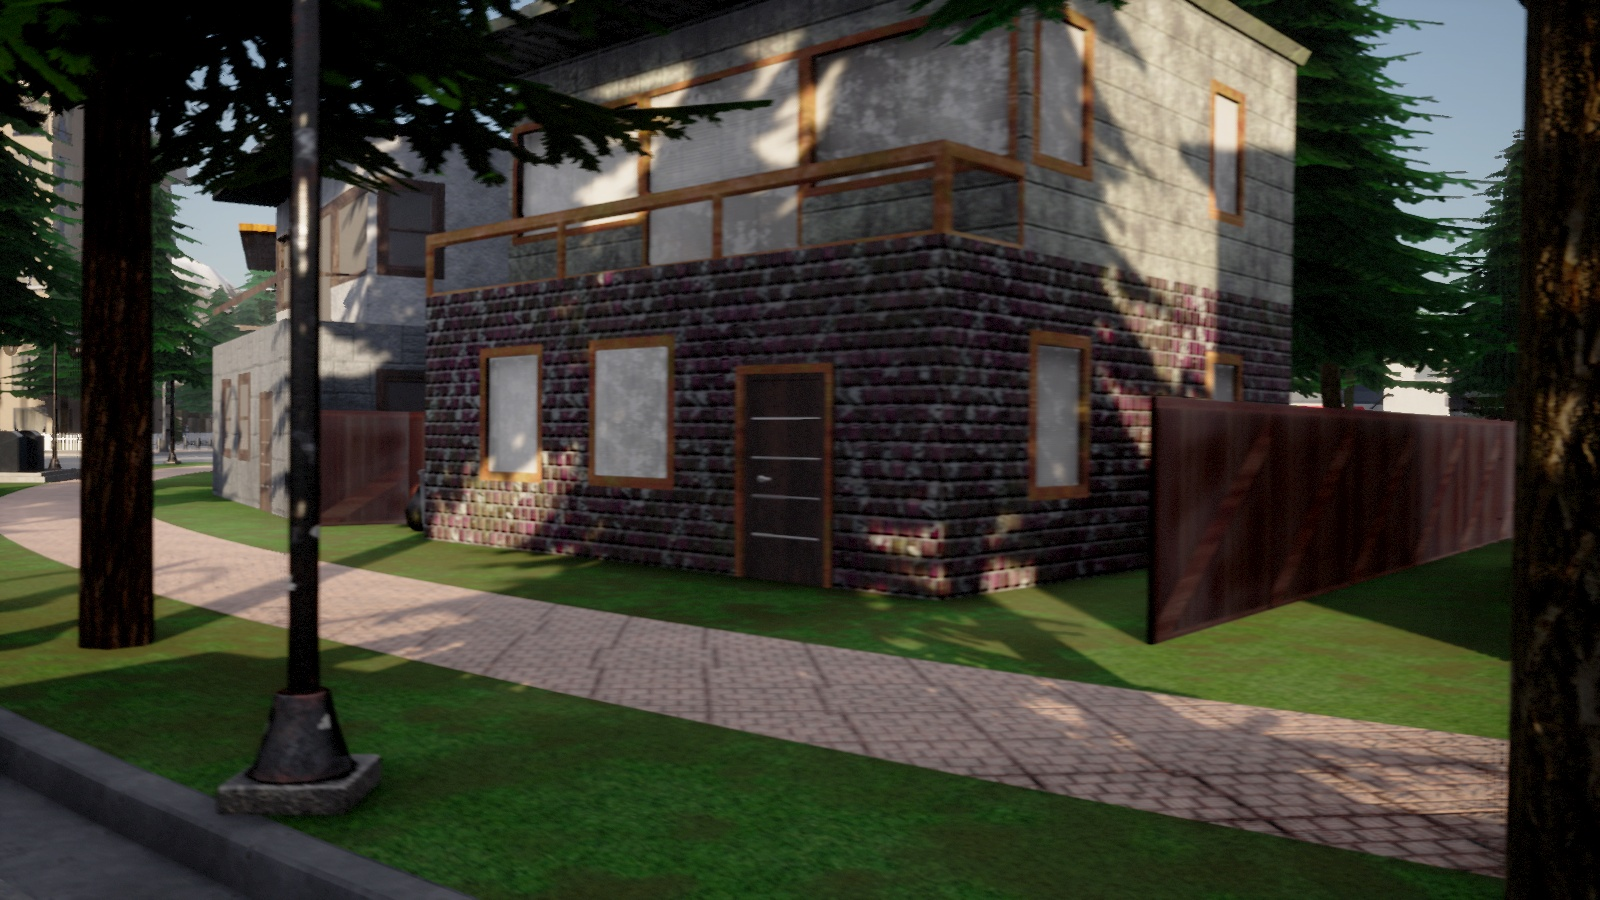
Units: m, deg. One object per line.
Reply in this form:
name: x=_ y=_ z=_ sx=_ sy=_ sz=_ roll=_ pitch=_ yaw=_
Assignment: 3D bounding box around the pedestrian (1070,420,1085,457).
pedestrian: x=14.002 y=-0.567 z=63.365 sx=0.634 sy=1.846 sz=0.331 roll=-1 pitch=1 yaw=-3
